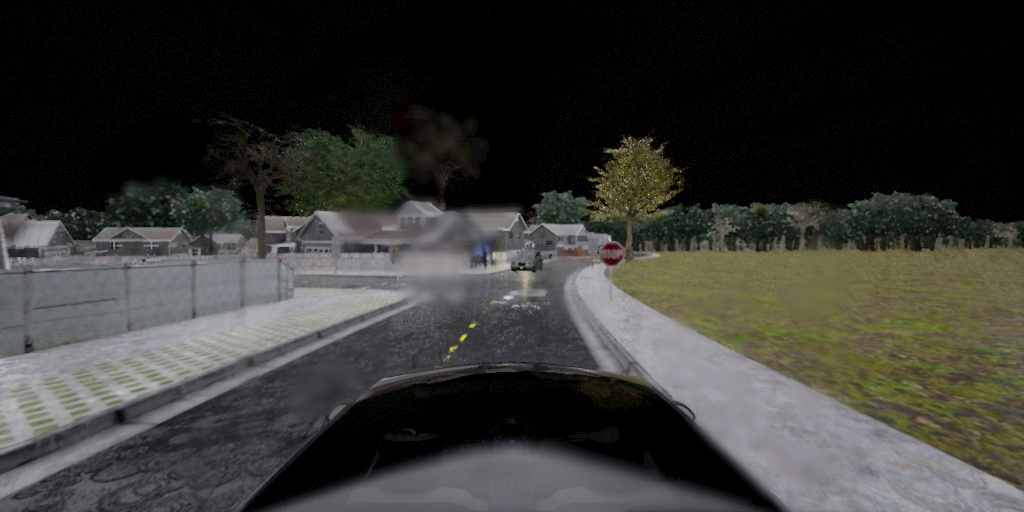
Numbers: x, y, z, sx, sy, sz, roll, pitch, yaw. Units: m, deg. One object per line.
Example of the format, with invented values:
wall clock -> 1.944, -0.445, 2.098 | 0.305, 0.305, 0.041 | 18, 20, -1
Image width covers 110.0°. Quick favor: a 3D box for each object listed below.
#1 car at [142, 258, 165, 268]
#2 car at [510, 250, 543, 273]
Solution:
car -> -42.821, 0.975, 42.917 | 1.812, 1.442, 4.674 | -3, 2, -44
car -> 1.465, 0.509, 32.838 | 2.150, 2.045, 5.566 | 1, 3, 14
